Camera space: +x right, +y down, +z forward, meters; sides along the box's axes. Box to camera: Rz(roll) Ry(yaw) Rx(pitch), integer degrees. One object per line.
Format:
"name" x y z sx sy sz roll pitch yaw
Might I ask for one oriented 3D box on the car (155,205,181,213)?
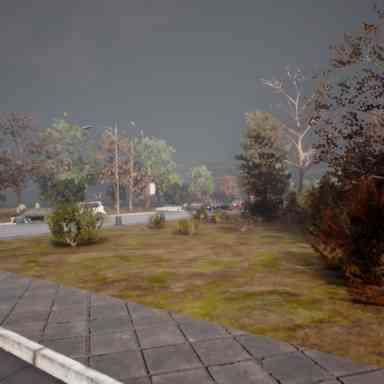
"car" -3.838 2.720 53.802 1.895 1.301 4.718 -3 -2 32

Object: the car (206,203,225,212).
"car" 4.288 2.434 53.301 1.895 1.301 4.718 -3 -2 32

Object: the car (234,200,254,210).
"car" 9.732 2.404 61.890 1.882 1.535 5.008 -3 -2 33

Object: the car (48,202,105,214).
"car" -11.729 2.077 34.804 2.150 2.045 5.566 -3 -2 33

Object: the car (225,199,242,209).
"car" 7.594 2.036 52.009 2.097 1.767 4.553 -3 -2 32

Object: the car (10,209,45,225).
"car" -16.147 2.493 34.368 2.128 1.511 4.902 -3 -2 33

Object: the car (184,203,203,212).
"car" 0.762 2.535 54.513 2.033 1.411 5.357 -3 -2 32
